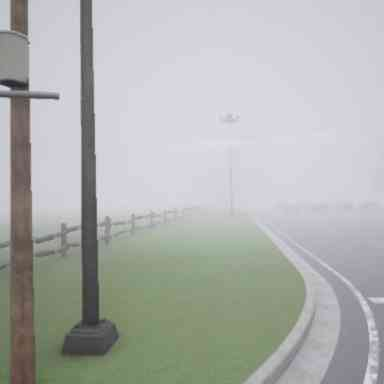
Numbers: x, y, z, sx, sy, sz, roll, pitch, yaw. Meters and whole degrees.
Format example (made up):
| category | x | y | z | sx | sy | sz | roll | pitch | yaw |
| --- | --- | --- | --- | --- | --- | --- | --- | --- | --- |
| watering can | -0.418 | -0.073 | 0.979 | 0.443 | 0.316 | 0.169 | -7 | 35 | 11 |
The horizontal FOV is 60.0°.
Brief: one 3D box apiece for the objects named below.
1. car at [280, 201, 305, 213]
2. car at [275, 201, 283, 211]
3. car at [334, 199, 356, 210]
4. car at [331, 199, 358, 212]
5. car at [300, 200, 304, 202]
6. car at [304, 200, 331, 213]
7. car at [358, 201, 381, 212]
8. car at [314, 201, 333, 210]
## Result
| category | x | y | z | sx | sy | sz | roll | pitch | yaw |
| --- | --- | --- | --- | --- | --- | --- | --- | --- | --- |
| car | 14.563 | 2.378 | 48.431 | 1.895 | 1.301 | 4.718 | -1 | -1 | 8 |
| car | 15.820 | 2.330 | 58.592 | 2.097 | 1.767 | 4.553 | -1 | -1 | 7 |
| car | 26.230 | 2.067 | 57.252 | 2.097 | 1.767 | 4.553 | -1 | -1 | 7 |
| car | 21.463 | 2.082 | 47.623 | 1.882 | 1.535 | 5.008 | -1 | -1 | 7 |
| car | 19.290 | 2.242 | 58.145 | 2.097 | 1.767 | 4.553 | -1 | -1 | 7 |
| car | 17.992 | 2.170 | 48.067 | 1.882 | 1.535 | 5.008 | -1 | -1 | 7 |
| car | 24.922 | 2.007 | 47.094 | 2.128 | 1.511 | 4.902 | -1 | -1 | 7 |
| car | 22.767 | 2.308 | 57.724 | 1.837 | 1.490 | 4.892 | -1 | -1 | 7 |
